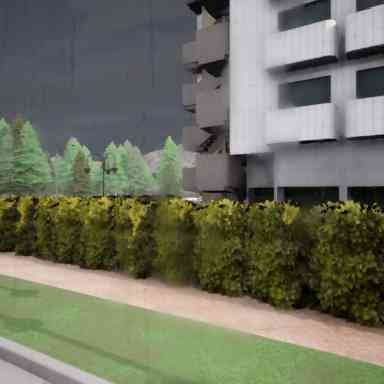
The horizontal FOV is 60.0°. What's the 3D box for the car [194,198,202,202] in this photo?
[{"bbox_3d":[1.817,1.547,45.648,2.033,1.411,5.357,0,0,35],"label":"car"}]
